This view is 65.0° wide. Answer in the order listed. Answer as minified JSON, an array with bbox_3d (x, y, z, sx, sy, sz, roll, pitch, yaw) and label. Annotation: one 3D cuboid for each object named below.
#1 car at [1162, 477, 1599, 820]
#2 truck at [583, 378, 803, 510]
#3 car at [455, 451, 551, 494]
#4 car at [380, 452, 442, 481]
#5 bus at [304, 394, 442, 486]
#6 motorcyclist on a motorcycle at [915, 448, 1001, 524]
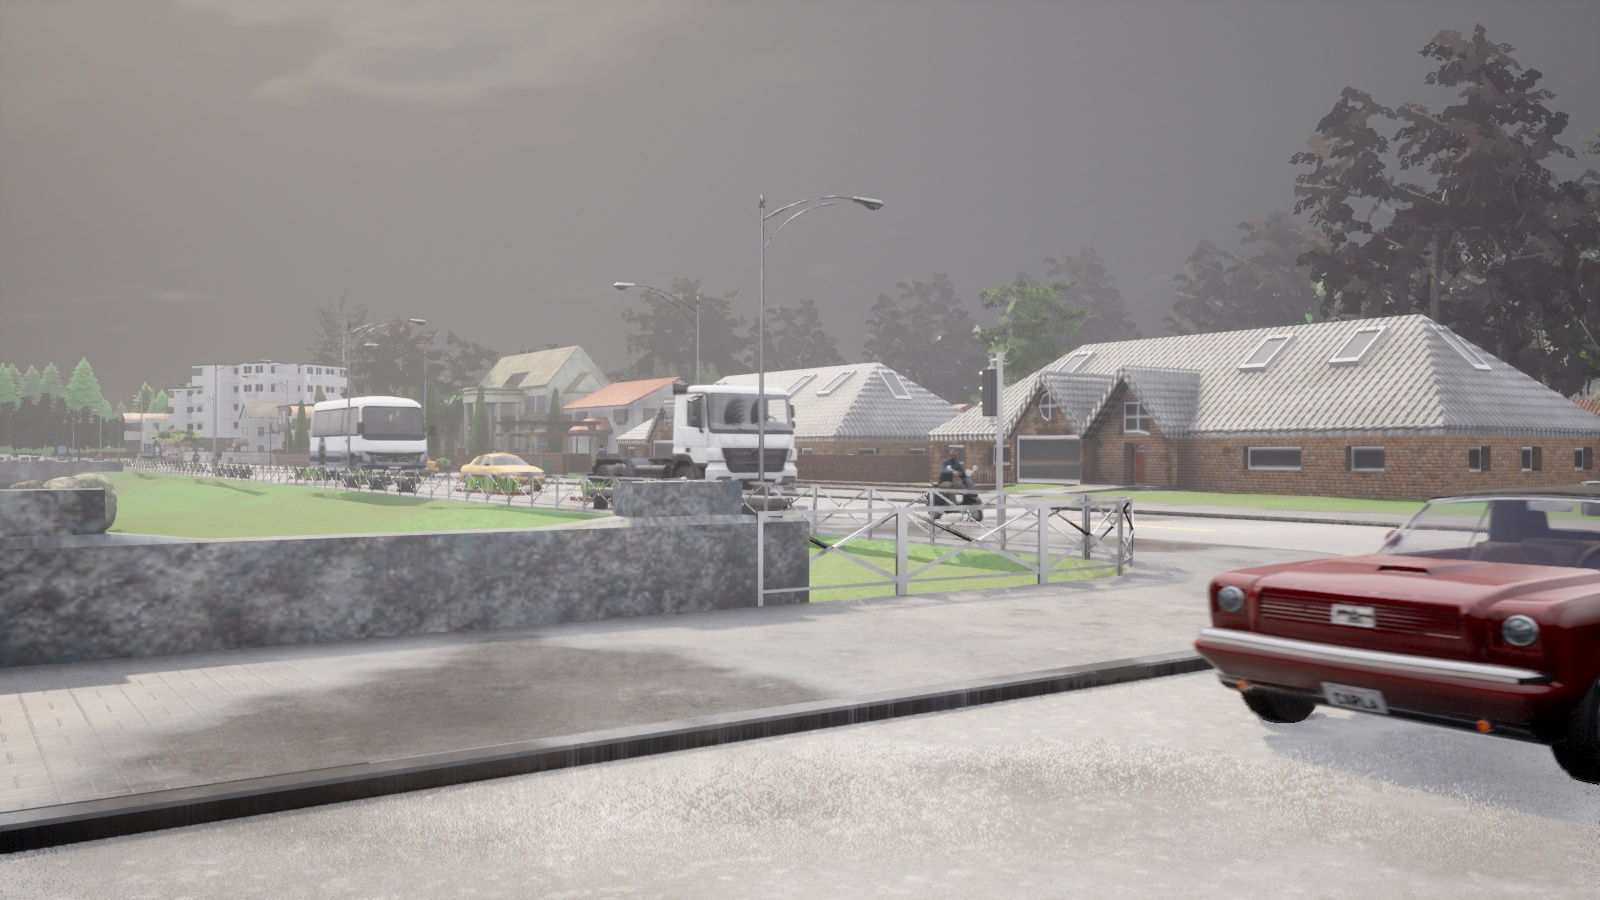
[{"bbox_3d":[4.372,0.854,7.250,4.718,1.301,1.895,0,0,-36],"label":"car"},{"bbox_3d":[-3.363,-0.139,37.076,2.891,3.462,7.936,0,0,-35],"label":"truck"},{"bbox_3d":[-11.642,0.828,48.966,1.801,1.575,5.366,0,0,-35],"label":"car"},{"bbox_3d":[-21.976,0.904,70.807,1.801,1.575,5.366,0,0,-35],"label":"car"},{"bbox_3d":[-21.764,-0.430,63.501,3.944,4.253,10.273,0,0,-35],"label":"bus"},{"bbox_3d":[3.421,0.758,27.334,0.866,1.590,1.817,0,0,-35],"label":"motorcyclist on a motorcycle"}]
